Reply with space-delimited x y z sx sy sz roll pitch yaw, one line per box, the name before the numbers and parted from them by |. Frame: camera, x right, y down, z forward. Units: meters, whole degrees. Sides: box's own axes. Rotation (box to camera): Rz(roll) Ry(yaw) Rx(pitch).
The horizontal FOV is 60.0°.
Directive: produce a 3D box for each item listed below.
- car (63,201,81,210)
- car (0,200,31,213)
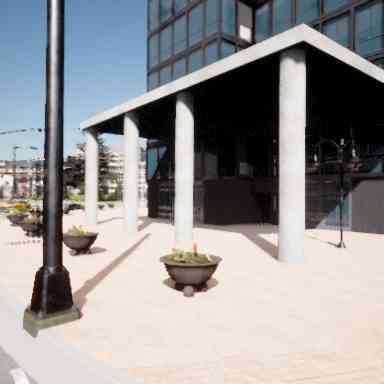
car | -17.846 1.962 48.823 1.895 1.301 4.718 0 -1 1
car | -21.700 1.721 40.700 1.882 1.535 5.008 0 -1 1
